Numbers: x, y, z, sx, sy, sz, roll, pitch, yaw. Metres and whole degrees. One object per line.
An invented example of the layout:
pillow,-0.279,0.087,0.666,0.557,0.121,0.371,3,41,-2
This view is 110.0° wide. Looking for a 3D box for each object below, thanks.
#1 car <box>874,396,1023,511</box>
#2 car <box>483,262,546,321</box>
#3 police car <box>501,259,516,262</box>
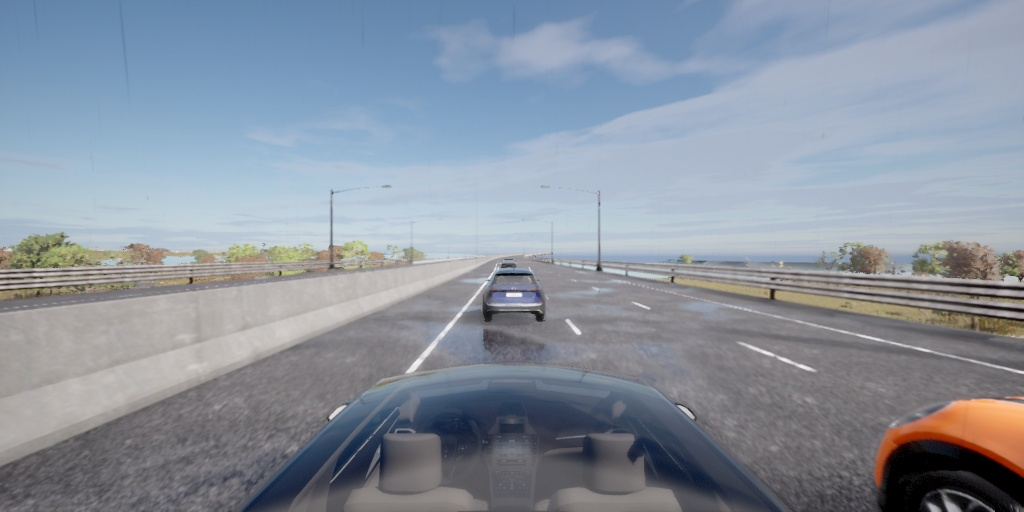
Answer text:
car,3.591,1.102,0.592,2.097,1.767,4.553,0,0,0
car,0.052,1.180,12.530,2.033,1.649,4.856,0,0,0
police car,-0.423,1.149,43.570,1.930,1.638,5.238,0,0,-1
